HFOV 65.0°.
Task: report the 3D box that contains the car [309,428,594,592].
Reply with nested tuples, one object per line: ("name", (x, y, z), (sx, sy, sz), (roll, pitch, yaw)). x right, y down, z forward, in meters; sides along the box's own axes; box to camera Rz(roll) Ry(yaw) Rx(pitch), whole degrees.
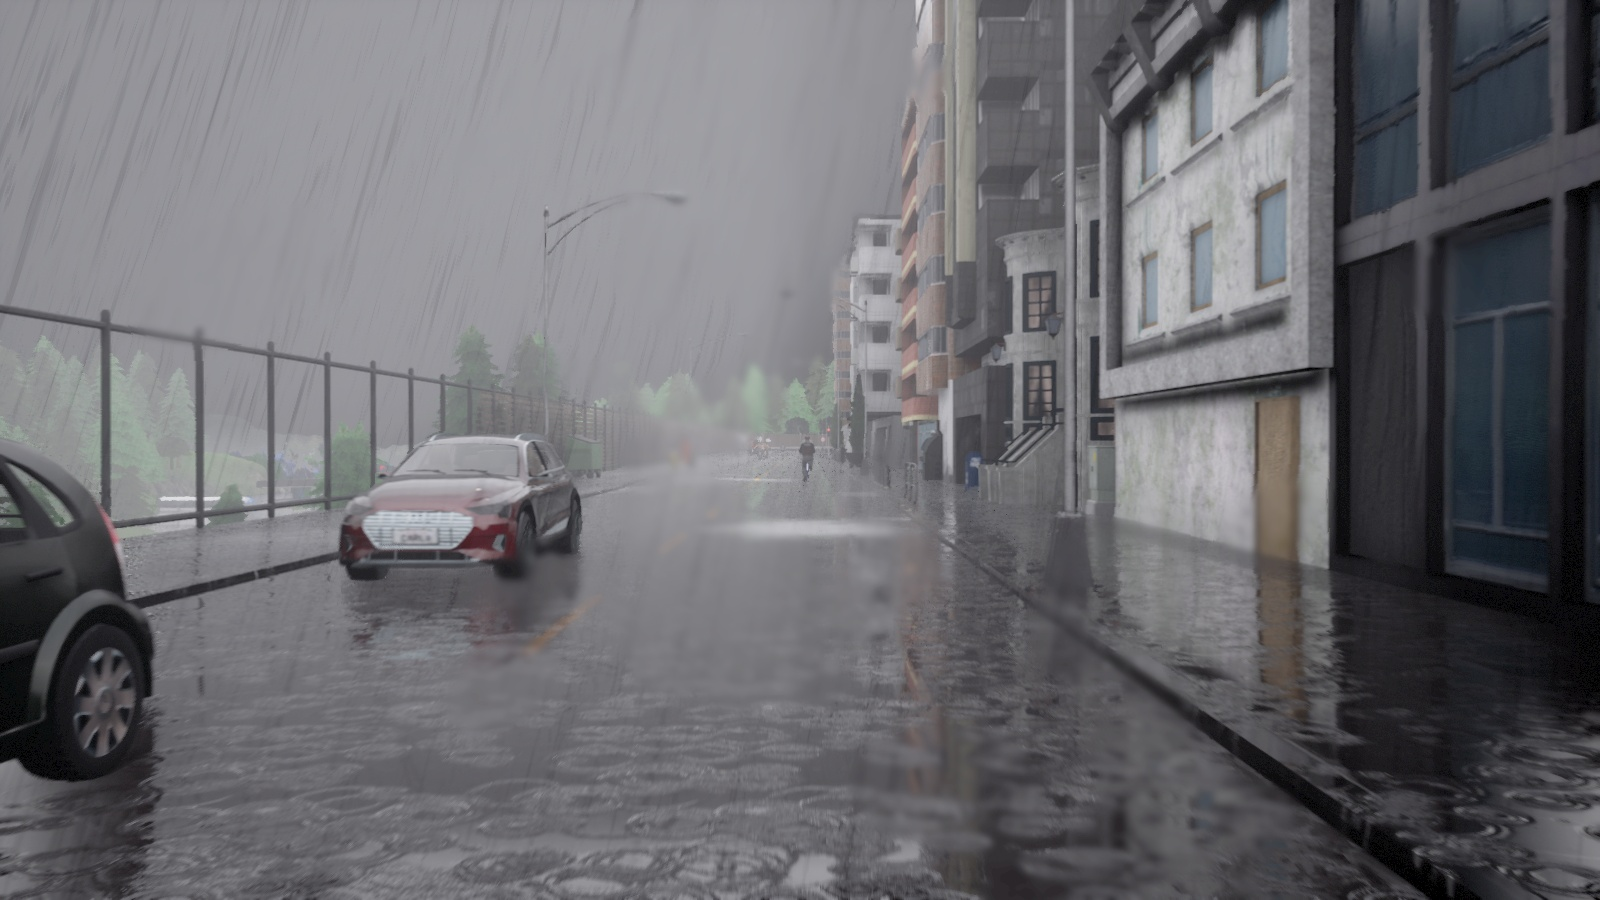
("car", (-3.900, 0.589, 15.034), (2.033, 1.649, 4.856), (0, 0, 0))

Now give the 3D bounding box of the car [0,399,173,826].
("car", (-3.961, 0.619, 4.063), (1.851, 1.617, 3.988), (0, 0, 0))
